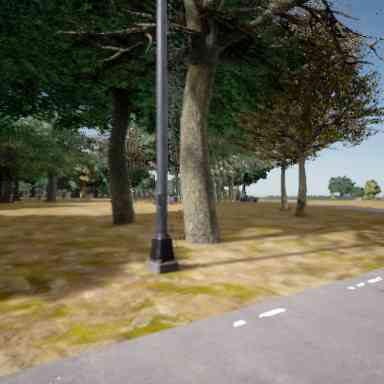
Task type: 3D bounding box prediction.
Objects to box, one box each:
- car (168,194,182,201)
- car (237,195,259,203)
[{"bbox_3d":[-4.522,1.320,80.032,4.674,1.442,1.812,0,-1,29],"label":"car"},{"bbox_3d":[11.817,1.482,70.584,4.892,1.490,1.837,0,-2,43],"label":"car"}]
